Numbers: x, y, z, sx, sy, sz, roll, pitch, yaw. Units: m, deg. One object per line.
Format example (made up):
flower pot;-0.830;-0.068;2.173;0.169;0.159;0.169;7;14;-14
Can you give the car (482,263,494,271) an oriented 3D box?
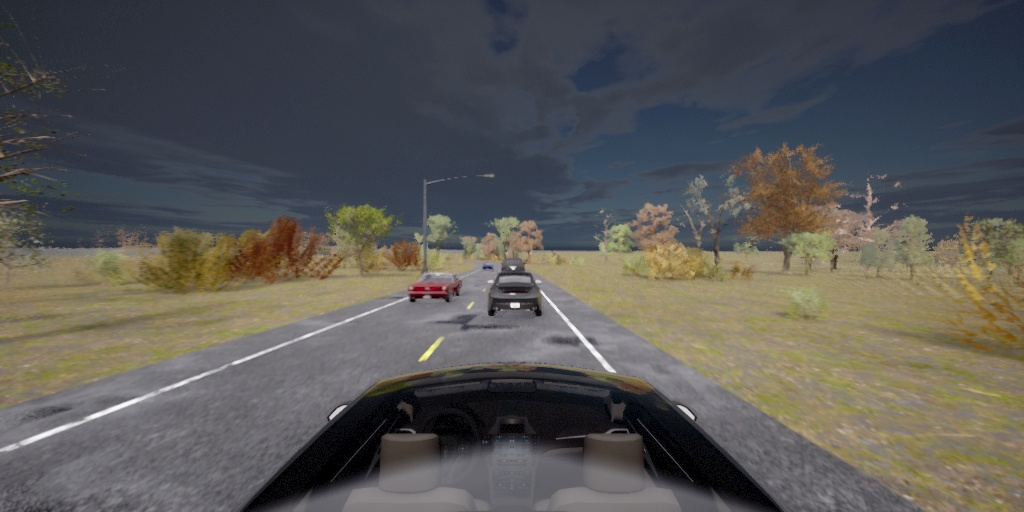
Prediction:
car;-3.877;1.756;58.267;1.895;1.301;4.718;0;0;-1

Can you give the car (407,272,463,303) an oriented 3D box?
car;-3.599;1.462;17.448;1.895;1.301;4.718;0;0;0

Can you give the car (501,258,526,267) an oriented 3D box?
car;0.101;1.208;34.153;2.150;2.045;5.566;0;0;0

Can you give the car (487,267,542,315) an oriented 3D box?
car;0.100;1.342;13.964;1.837;1.490;4.892;0;0;0
